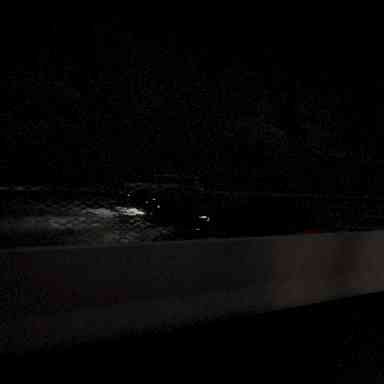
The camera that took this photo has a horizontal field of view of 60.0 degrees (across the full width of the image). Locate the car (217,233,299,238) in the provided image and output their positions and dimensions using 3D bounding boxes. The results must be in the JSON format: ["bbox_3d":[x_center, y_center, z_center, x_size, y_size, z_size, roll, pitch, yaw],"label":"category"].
[{"bbox_3d":[2.054,0.830,12.421,5.008,1.535,1.882,1,4,-25],"label":"car"}]
